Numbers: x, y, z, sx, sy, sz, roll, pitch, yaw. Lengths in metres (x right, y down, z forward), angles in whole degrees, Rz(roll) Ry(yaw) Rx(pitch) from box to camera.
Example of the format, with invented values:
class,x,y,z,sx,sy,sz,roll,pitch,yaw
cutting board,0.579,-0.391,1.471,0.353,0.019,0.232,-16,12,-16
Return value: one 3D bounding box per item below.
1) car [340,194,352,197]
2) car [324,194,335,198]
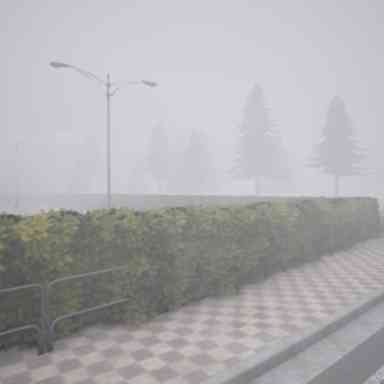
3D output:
class,x,y,z,sx,sy,sz,roll,pitch,yaw
car,32.696,1.141,70.839,1.994,1.385,4.181,0,0,5
car,33.541,1.076,80.777,1.895,1.301,4.718,0,0,5
